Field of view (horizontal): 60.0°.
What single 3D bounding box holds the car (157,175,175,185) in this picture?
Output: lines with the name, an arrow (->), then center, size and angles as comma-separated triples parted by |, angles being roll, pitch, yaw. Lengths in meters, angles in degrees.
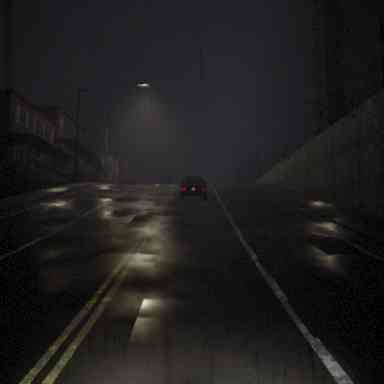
car -> -3.285, -1.442, 42.645 | 1.882, 1.535, 5.008 | 0, -1, 0

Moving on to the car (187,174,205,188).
car -> 0.640, -1.395, 43.739 | 1.882, 1.535, 5.008 | 0, -3, 7

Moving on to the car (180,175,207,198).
car -> 0.118, -0.418, 23.935 | 2.033, 1.411, 5.357 | 0, 6, 0
